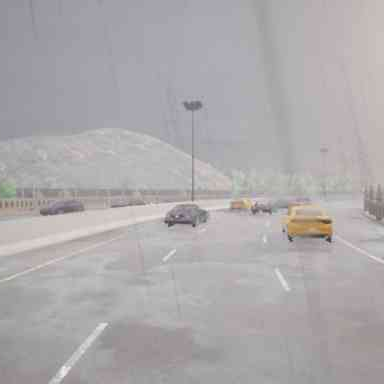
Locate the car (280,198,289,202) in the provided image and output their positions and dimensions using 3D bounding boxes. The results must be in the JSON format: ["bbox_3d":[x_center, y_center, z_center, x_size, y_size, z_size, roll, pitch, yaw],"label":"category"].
[{"bbox_3d":[11.941,1.515,42.789,1.994,1.385,4.181,0,0,29],"label":"car"}]

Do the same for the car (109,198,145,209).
[{"bbox_3d":[-6.936,1.439,35.970,1.882,1.535,5.008,0,0,22],"label":"car"}]

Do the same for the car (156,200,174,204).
[{"bbox_3d":[-2.817,1.524,36.815,1.994,1.385,4.181,0,0,23],"label":"car"}]

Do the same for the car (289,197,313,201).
[{"bbox_3d":[11.875,1.312,34.999,2.097,1.767,4.553,0,0,25],"label":"car"}]

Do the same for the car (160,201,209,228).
[{"bbox_3d":[-0.225,1.523,22.334,2.033,1.411,5.357,0,0,15],"label":"car"}]

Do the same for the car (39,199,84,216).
[{"bbox_3d":[-12.221,1.471,31.501,1.837,1.490,4.892,0,0,19],"label":"car"}]

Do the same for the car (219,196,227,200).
[{"bbox_3d":[7.559,1.471,67.569,2.033,1.411,5.357,0,0,40],"label":"car"}]

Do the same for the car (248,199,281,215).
[{"bbox_3d":[7.366,1.563,33.537,1.895,1.301,4.718,0,0,23],"label":"car"}]

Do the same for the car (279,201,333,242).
[{"bbox_3d":[5.616,1.459,16.556,1.882,1.535,5.008,0,0,11],"label":"car"}]

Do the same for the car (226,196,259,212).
[{"bbox_3d":[5.975,1.434,38.843,1.882,1.535,5.008,0,0,25],"label":"car"}]

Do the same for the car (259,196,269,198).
[{"bbox_3d":[15.155,1.417,70.745,1.812,1.442,4.674,0,0,44],"label":"car"}]
